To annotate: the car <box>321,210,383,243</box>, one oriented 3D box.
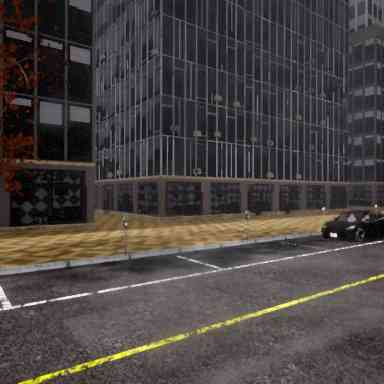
[{"bbox_3d":[8.140,1.563,16.226,4.313,1.339,1.947,0,0,-36],"label":"car"}]
